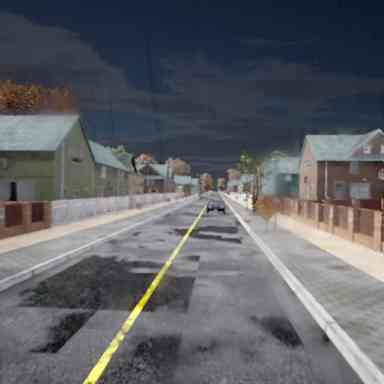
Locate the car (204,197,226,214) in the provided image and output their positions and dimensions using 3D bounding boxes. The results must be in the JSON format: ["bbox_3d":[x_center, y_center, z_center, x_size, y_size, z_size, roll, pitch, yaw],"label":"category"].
[{"bbox_3d":[2.478,1.461,34.266,1.895,1.301,4.718,1,0,5],"label":"car"}]

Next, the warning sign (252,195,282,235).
[{"bbox_3d":[3.607,1.086,16.121,1.300,1.860,1.060,0,-1,4],"label":"warning sign"}]

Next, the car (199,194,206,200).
[{"bbox_3d":[2.646,1.145,75.142,1.812,1.442,4.674,1,0,4],"label":"car"}]

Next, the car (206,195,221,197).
[{"bbox_3d":[3.488,1.153,48.149,2.097,1.767,4.553,1,1,5],"label":"car"}]
